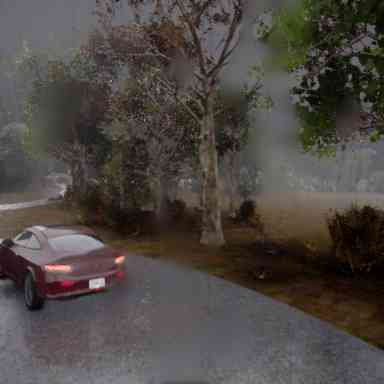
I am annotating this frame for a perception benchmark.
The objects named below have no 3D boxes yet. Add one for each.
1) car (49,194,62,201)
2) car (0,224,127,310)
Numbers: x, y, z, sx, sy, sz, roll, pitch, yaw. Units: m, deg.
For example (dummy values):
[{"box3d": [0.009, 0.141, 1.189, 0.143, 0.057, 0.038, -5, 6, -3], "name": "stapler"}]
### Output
[{"box3d": [-25.517, 0.965, 62.535, 1.994, 1.385, 4.181, -2, 2, -10], "name": "car"}, {"box3d": [-3.191, 1.469, 7.775, 1.812, 1.442, 4.674, 0, 1, -40], "name": "car"}]
